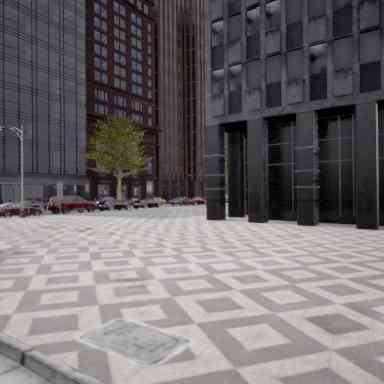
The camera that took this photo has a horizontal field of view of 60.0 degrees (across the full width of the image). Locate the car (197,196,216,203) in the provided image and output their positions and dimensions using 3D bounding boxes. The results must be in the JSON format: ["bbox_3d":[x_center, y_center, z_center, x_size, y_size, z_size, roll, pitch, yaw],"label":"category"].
[{"bbox_3d":[3.193,1.534,71.299,1.887,1.381,4.507,-1,0,35],"label":"car"}]

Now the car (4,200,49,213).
[{"bbox_3d":[-19.189,1.642,38.781,1.947,1.339,4.313,-1,0,35],"label":"car"}]

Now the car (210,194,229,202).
[{"bbox_3d":[6.389,1.296,75.945,2.192,1.841,5.009,-1,0,35],"label":"car"}]

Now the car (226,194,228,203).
[{"bbox_3d":[3.814,1.222,57.170,2.192,1.841,5.009,-1,0,35],"label":"car"}]

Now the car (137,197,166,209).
[{"bbox_3d":[-5.775,1.509,43.234,1.947,1.339,4.313,-1,0,35],"label":"car"}]

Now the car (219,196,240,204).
[{"bbox_3d":[7.013,1.463,61.813,1.947,1.339,4.313,-1,0,35],"label":"car"}]

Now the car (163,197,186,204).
[{"bbox_3d":[-3.202,1.574,62.008,1.947,1.339,4.313,-1,0,35],"label":"car"}]

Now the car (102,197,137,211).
[{"bbox_3d":[-8.972,1.524,38.590,1.947,1.339,4.313,-1,0,35],"label":"car"}]

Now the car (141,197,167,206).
[{"bbox_3d":[-6.496,1.544,57.222,1.752,1.417,4.829,-1,0,35],"label":"car"}]

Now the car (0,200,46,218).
[{"bbox_3d":[-15.366,1.576,29.300,1.802,1.307,4.206,-1,0,35],"label":"car"}]

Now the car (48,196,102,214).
[{"bbox_3d":[-12.171,1.290,33.946,2.192,1.841,5.009,-1,0,35],"label":"car"}]

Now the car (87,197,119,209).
[{"bbox_3d":[-12.796,1.484,48.072,1.967,1.590,4.097,-1,0,35],"label":"car"}]

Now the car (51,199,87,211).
[{"bbox_3d":[-15.991,1.642,43.426,1.802,1.307,4.206,-1,0,35],"label":"car"}]

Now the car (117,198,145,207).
[{"bbox_3d":[-9.596,1.613,52.717,1.802,1.307,4.206,-1,0,35],"label":"car"}]

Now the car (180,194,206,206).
[{"bbox_3d":[0.619,1.462,52.524,1.887,1.381,4.507,-1,0,35],"label":"car"}]

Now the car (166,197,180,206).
[{"bbox_3d":[-1.623,1.496,53.884,2.033,1.411,5.357,-1,0,35],"label":"car"}]
